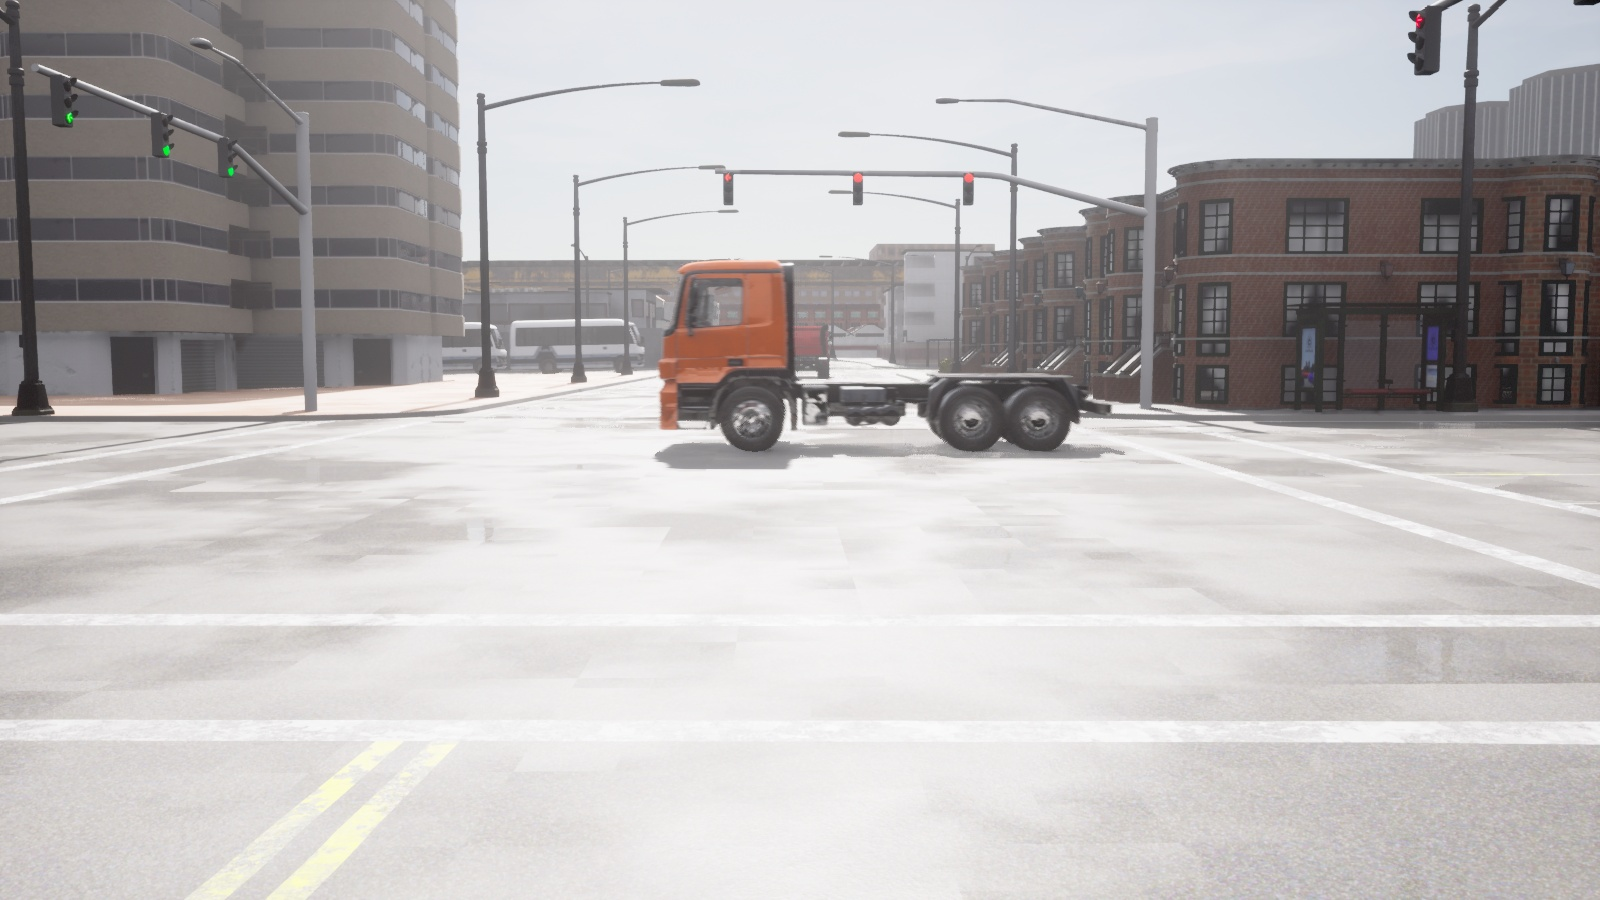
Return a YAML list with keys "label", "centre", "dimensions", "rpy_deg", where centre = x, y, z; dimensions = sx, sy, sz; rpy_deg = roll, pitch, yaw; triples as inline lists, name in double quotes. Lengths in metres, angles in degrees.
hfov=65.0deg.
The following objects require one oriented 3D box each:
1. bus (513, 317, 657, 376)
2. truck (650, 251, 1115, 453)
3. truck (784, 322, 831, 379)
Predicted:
- label: "bus"
  centre: [-16.423, -7.955, 96.704]
  dimensions: [10.273, 4.253, 3.944]
  rpy_deg: [-1, 5, -1]
- label: "truck"
  centre: [1.418, -1.785, 23.065]
  dimensions: [7.936, 3.462, 2.891]
  rpy_deg: [0, 5, 1]
- label: "truck"
  centre: [0.506, -6.414, 81.218]
  dimensions: [2.891, 3.462, 7.936]
  rpy_deg: [0, 4, 0]
